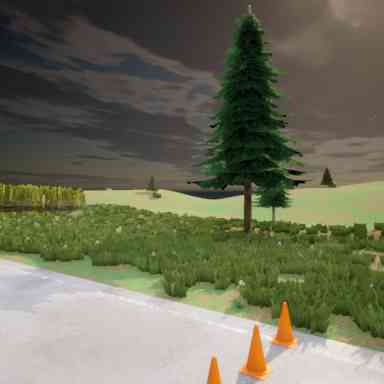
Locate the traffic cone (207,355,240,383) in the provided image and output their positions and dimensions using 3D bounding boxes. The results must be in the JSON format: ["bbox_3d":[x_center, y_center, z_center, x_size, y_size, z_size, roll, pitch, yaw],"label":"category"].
[{"bbox_3d":[0.226,1.955,3.372,0.340,0.580,0.340,0,0,36],"label":"traffic cone"}]

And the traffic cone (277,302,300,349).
[{"bbox_3d":[1.395,1.955,4.995,0.340,0.580,0.340,0,0,36],"label":"traffic cone"}]

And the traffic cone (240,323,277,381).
[{"bbox_3d":[0.810,1.955,4.184,0.340,0.580,0.340,0,0,36],"label":"traffic cone"}]
